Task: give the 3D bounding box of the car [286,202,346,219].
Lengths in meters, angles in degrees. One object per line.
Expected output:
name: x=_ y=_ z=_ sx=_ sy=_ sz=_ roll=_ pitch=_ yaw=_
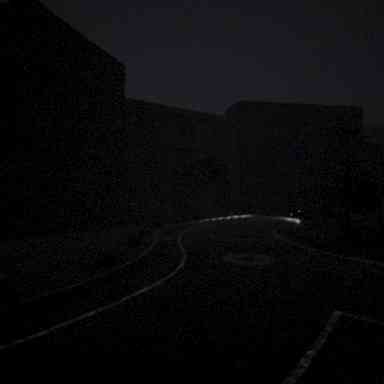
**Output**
car: x=10.899 y=1.490 z=28.727 sx=5.357 sy=1.411 sz=2.033 roll=0 pitch=0 yaw=-17
